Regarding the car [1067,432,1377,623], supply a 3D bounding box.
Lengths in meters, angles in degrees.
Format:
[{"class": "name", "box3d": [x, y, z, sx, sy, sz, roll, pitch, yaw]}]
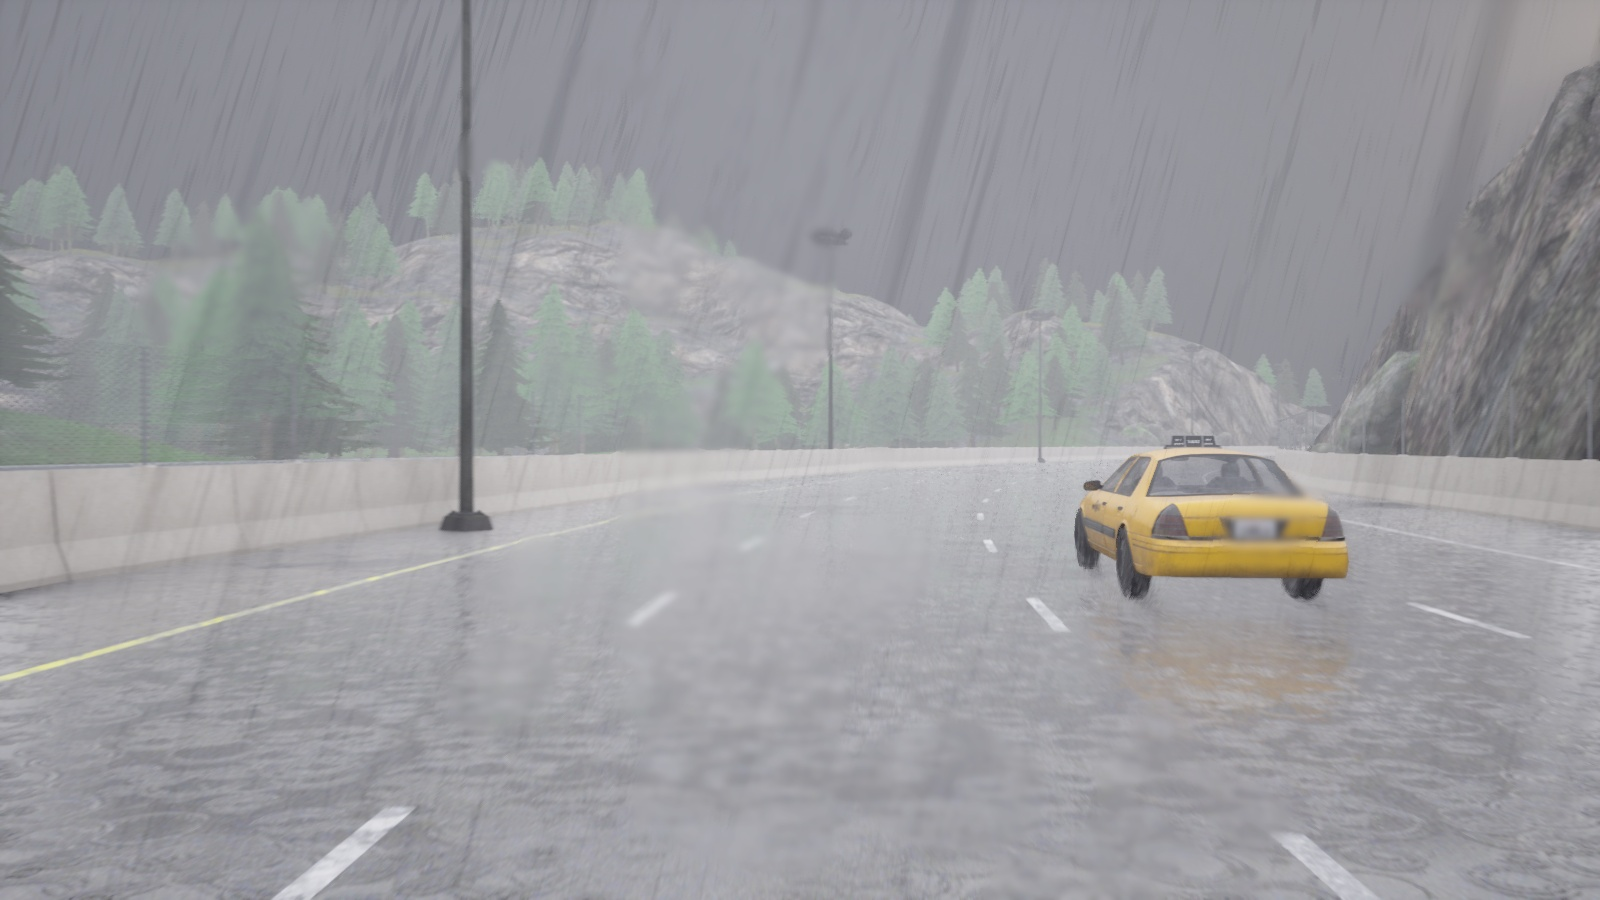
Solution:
[{"class": "car", "box3d": [4.064, 0.624, 13.107, 1.801, 1.575, 5.366, 0, 0, 4]}]
